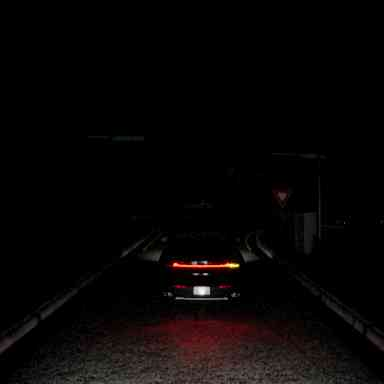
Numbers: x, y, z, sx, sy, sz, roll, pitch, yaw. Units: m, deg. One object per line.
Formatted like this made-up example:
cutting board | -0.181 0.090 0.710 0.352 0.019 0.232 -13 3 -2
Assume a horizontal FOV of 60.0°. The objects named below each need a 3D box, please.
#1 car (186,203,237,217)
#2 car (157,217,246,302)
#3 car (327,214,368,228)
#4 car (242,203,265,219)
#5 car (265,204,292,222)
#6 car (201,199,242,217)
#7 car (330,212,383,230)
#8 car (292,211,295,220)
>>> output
car | 2.142 2.241 36.871 4.718 1.301 1.895 2 -1 -11
car | 0.225 1.593 8.476 1.837 1.490 4.892 0 -1 1
car | 21.450 4.034 46.102 2.002 1.452 4.674 6 -3 -31
car | 6.713 2.457 43.108 2.185 1.767 4.553 6 -3 -32
car | 9.697 2.618 43.737 2.435 2.045 5.566 7 -3 -32
car | 3.753 2.214 42.538 2.185 1.767 4.553 4 -3 -32
car | 20.318 3.444 40.551 5.566 2.045 2.150 6 -2 -11
car | 12.513 3.146 44.508 1.946 1.575 5.366 6 -3 -31
